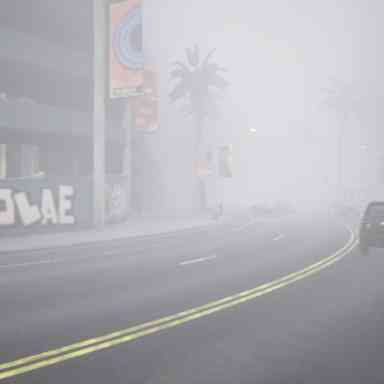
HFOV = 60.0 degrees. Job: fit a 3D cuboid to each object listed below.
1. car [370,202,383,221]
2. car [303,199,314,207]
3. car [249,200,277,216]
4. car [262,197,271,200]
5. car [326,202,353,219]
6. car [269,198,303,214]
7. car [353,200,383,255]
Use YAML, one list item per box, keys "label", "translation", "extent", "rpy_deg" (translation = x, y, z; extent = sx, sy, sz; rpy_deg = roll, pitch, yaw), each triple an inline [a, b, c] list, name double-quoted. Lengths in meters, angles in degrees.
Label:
- label: "car"
  translation: [17.485, 1.713, 28.992]
  extent: [1.882, 1.535, 5.008]
  rpy_deg: [0, 0, 9]
- label: "car"
  translation: [20.892, 1.990, 61.187]
  extent: [2.231, 1.521, 4.892]
  rpy_deg: [0, 0, -1]
- label: "car"
  translation: [7.496, 1.907, 36.271]
  extent: [1.895, 1.301, 4.718]
  rpy_deg: [0, 0, 1]
- label: "car"
  translation: [20.457, 2.115, 90.559]
  extent: [2.185, 1.767, 4.553]
  rpy_deg: [0, 0, -1]
- label: "car"
  translation: [14.322, 1.768, 31.868]
  extent: [1.837, 1.490, 4.892]
  rpy_deg: [0, 0, 5]
- label: "car"
  translation: [11.022, 1.823, 39.540]
  extent: [2.128, 1.511, 4.902]
  rpy_deg: [0, -1, 0]
- label: "car"
  translation: [8.120, 1.331, 13.308]
  extent: [2.150, 2.045, 5.566]
  rpy_deg: [0, 0, 33]
